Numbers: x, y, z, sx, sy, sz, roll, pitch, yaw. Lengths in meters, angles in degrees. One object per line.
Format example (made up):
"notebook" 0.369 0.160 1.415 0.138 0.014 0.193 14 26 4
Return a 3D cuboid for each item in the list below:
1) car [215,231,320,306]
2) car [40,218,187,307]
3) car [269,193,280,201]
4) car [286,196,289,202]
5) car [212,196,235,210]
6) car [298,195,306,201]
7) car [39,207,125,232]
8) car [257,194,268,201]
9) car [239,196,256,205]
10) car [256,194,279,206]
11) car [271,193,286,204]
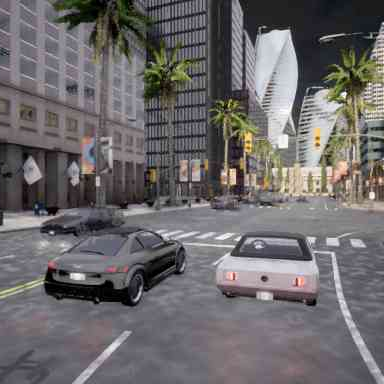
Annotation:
"car" 2.033 1.601 8.148 1.895 1.301 4.718 0 0 19
"car" -1.576 1.564 8.195 1.994 1.385 4.181 0 0 17
"car" 21.521 1.186 87.015 2.150 2.045 5.566 0 0 21
"car" 20.611 1.524 75.132 1.812 1.442 4.674 0 0 22
"car" 4.091 1.352 43.098 2.097 1.767 4.553 0 0 22
"car" 27.449 1.540 82.922 2.033 1.411 5.357 0 0 21
"car" -5.702 1.547 18.271 2.033 1.411 5.357 0 0 21
"car" 19.033 1.354 89.184 2.185 1.767 4.553 0 0 21
"car" 10.232 1.563 58.599 1.994 1.385 4.181 0 0 22
"car" 12.558 1.547 54.980 2.033 1.411 5.357 0 0 22
"car" 16.749 1.478 65.425 1.882 1.535 5.008 0 0 22
